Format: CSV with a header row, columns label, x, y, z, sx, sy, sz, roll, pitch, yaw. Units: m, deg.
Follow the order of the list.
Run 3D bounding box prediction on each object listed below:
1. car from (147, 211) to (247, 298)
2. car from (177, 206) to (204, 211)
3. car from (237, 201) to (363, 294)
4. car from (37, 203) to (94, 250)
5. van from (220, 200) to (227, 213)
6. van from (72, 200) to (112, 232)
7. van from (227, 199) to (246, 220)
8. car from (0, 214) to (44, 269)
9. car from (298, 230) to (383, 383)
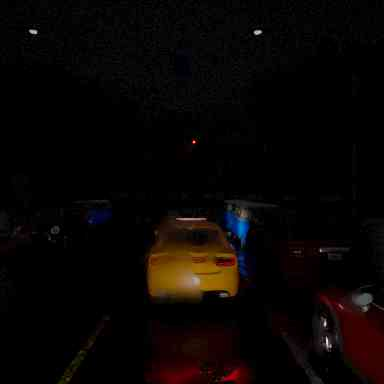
label,x,y,z,sx,sy,sz,roll,pitch,yaw
car,0.031,1.478,8.553,1.882,1.535,5.008,0,0,0
car,-0.066,1.493,18.054,2.128,1.511,4.902,0,0,0
car,2.709,1.315,8.728,2.192,1.841,5.009,0,0,0
car,-5.850,1.441,14.112,1.967,1.590,4.097,0,0,0
van,2.641,1.343,19.603,1.690,1.788,3.998,0,0,0
van,-5.884,1.343,19.550,1.690,1.788,3.998,0,0,0
van,2.675,1.342,14.165,1.690,1.788,3.998,0,0,0
car,-5.814,1.526,8.505,1.752,1.417,4.829,0,0,0
car,2.743,1.440,3.290,1.967,1.590,4.097,0,0,0
